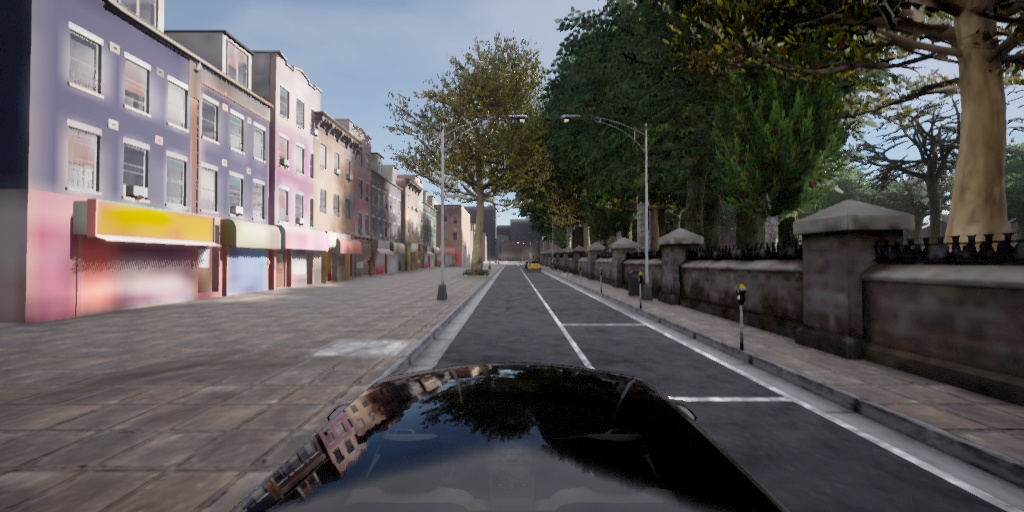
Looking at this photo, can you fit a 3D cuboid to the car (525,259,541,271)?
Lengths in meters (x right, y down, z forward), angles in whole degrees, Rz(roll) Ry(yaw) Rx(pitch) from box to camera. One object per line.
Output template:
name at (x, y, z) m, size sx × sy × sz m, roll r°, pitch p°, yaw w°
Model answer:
car at (2.988, 1.136, 49.866) m, size 2.097 × 1.767 × 4.553 m, roll 0°, pitch 0°, yaw 0°
